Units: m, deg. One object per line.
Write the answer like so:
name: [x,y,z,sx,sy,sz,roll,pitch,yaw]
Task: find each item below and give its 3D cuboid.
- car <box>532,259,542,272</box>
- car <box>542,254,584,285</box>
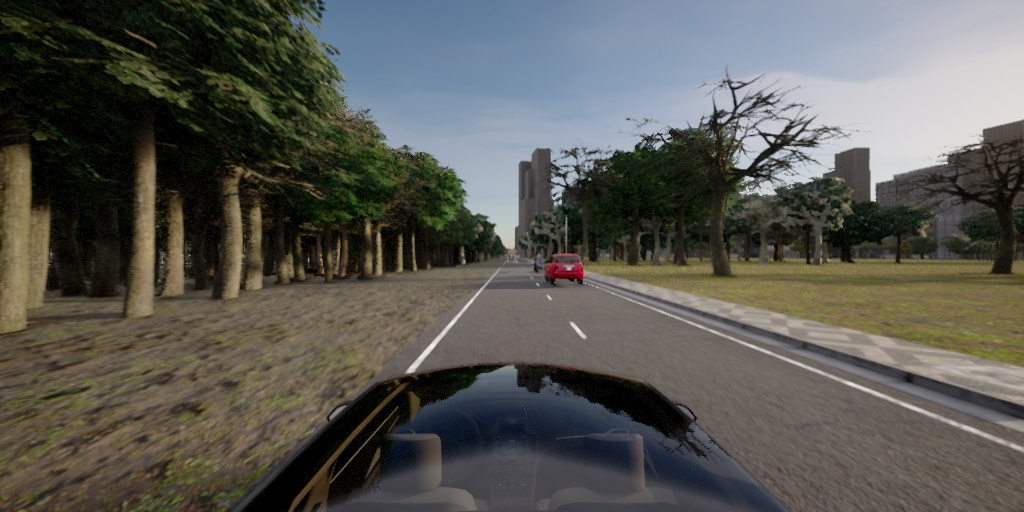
car: [3.590,1.110,43.423,2.128,1.511,4.902,0,0,0]
car: [3.594,0.890,25.281,2.150,2.045,5.566,0,0,0]
